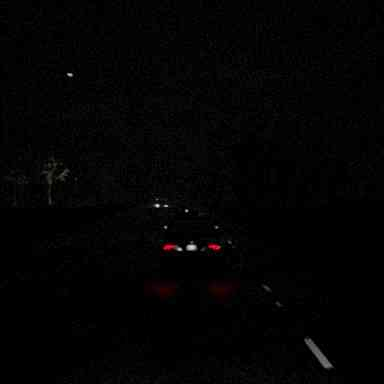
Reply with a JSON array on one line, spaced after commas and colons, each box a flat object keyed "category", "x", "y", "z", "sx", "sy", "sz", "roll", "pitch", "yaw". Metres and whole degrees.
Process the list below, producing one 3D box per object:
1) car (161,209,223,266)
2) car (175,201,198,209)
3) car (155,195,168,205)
[{"category": "car", "x": -0.027, "y": 1.526, "z": 11.386, "sx": 2.033, "sy": 1.411, "sz": 5.357, "roll": 0, "pitch": 0, "yaw": 0}, {"category": "car", "x": -0.509, "y": 1.476, "z": 28.846, "sx": 1.994, "sy": 1.385, "sz": 4.181, "roll": 0, "pitch": 0, "yaw": -2}, {"category": "car", "x": -5.410, "y": 1.376, "z": 59.917, "sx": 2.097, "sy": 1.767, "sz": 4.553, "roll": 0, "pitch": -1, "yaw": -2}]
